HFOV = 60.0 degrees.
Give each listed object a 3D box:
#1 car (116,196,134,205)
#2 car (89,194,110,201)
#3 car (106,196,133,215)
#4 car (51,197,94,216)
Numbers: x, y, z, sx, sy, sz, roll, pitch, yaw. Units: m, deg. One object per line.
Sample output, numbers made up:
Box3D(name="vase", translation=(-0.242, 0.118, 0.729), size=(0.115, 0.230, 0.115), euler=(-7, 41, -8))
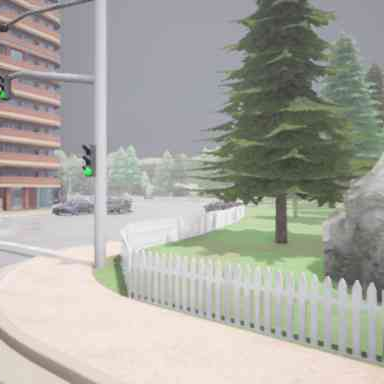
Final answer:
Box3D(name="car", translation=(-11.312, 1.386, 55.918), size=(1.812, 1.442, 4.674), euler=(0, 0, -27))
Box3D(name="car", translation=(-21.530, 1.344, 77.078), size=(4.902, 1.511, 2.128), euler=(0, 0, 36))
Box3D(name="car", translation=(-7.279, 1.399, 32.636), size=(1.837, 1.490, 4.892), euler=(0, 0, 6))
Box3D(name="car", translation=(-10.913, 1.437, 31.286), size=(2.033, 1.411, 5.357), euler=(0, 0, 10))
